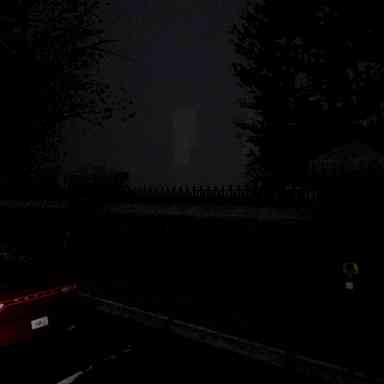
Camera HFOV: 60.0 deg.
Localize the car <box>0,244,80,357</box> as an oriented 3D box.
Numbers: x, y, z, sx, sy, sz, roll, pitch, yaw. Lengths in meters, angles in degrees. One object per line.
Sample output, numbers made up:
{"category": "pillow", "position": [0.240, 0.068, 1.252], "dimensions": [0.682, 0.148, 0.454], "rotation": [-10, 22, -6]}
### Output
{"category": "car", "position": [-3.768, 1.544, 5.576], "dimensions": [4.507, 1.381, 1.887], "rotation": [0, 0, 36]}
